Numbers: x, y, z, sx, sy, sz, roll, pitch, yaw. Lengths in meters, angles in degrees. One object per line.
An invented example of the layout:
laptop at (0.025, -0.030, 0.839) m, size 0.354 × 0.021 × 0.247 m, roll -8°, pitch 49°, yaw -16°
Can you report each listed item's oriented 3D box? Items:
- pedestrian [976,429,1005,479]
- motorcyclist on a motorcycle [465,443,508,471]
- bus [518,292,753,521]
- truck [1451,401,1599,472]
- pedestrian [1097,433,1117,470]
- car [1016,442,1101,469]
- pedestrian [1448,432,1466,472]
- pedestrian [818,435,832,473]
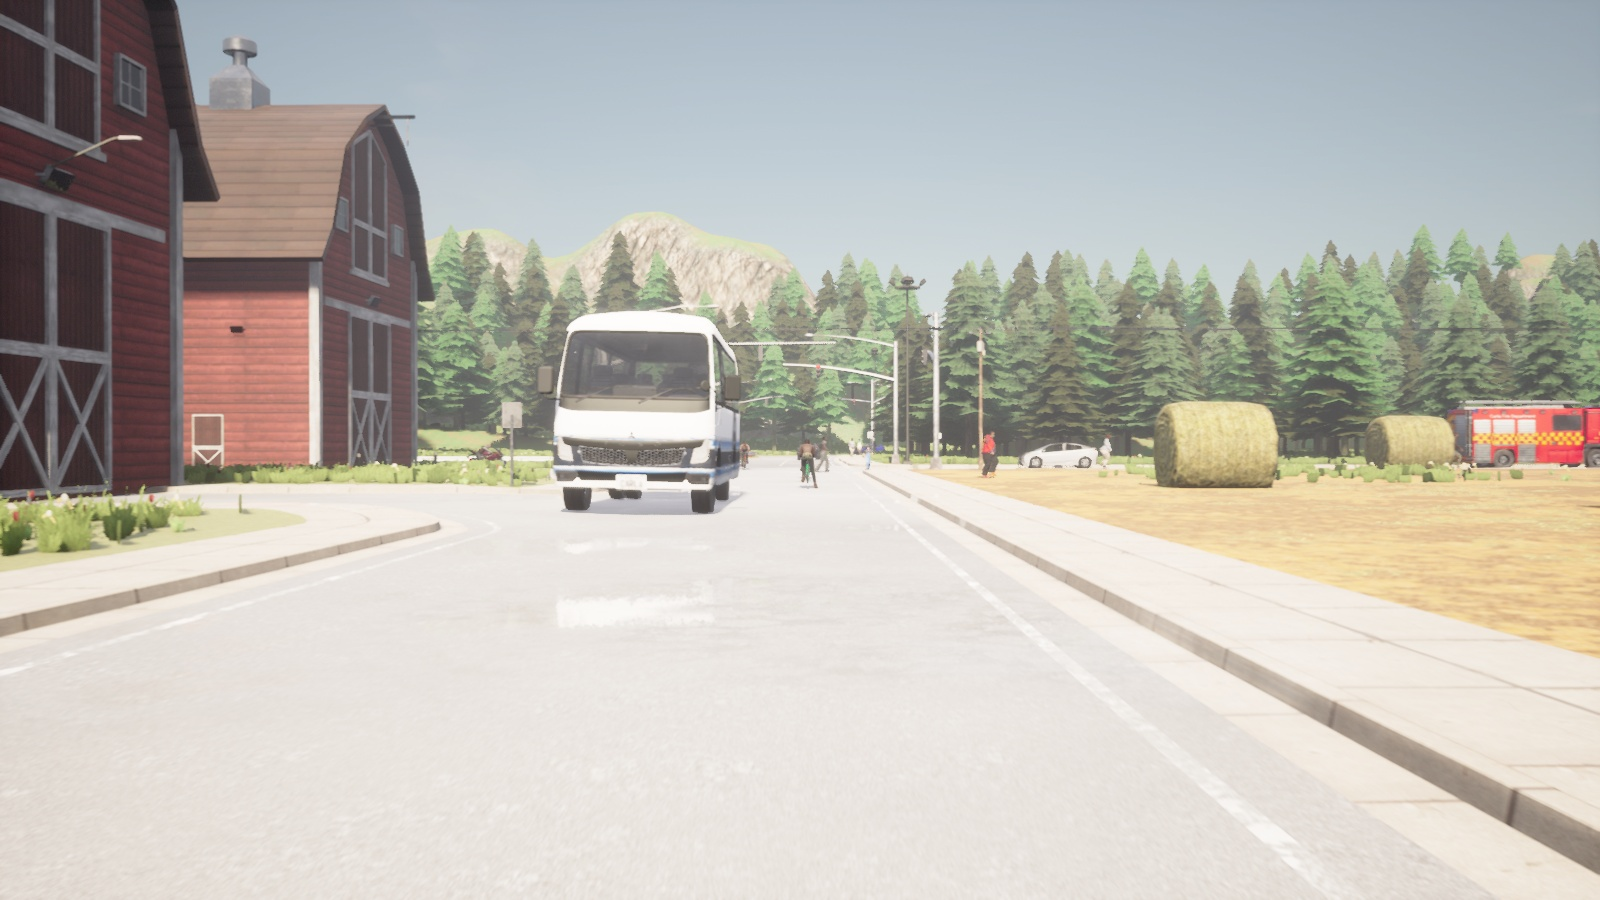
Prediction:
pedestrian at (7.185, 0.140, 47.255) m, size 0.899 × 1.844 × 0.634 m, roll 0°, pitch 0°, yaw 32°
motorcyclist on a motorcycle at (-17.534, 0.398, 70.287) m, size 2.191 × 1.530 × 0.866 m, roll 0°, pitch 0°, yaw 1°
bus at (-3.320, -0.848, 29.030) m, size 3.944 × 4.253 × 10.273 m, roll 1°, pitch 0°, yaw 0°
truck at (40.736, -0.747, 68.905) m, size 8.468 × 3.827 × 2.891 m, roll 0°, pitch 0°, yaw 1°
pedestrian at (15.706, 0.061, 64.283) m, size 0.900 × 1.855 × 0.874 m, roll 0°, pitch 0°, yaw 6°
car at (14.999, 0.321, 73.020) m, size 4.514 × 1.525 × 2.007 m, roll 0°, pitch 0°, yaw 1°
pedestrian at (30.923, 0.098, 59.107) m, size 0.703 × 1.840 × 0.431 m, roll 0°, pitch 0°, yaw 27°
pedestrian at (1.259, 0.195, 62.843) m, size 0.666 × 1.930 × 0.402 m, roll 0°, pitch 0°, yaw -3°
